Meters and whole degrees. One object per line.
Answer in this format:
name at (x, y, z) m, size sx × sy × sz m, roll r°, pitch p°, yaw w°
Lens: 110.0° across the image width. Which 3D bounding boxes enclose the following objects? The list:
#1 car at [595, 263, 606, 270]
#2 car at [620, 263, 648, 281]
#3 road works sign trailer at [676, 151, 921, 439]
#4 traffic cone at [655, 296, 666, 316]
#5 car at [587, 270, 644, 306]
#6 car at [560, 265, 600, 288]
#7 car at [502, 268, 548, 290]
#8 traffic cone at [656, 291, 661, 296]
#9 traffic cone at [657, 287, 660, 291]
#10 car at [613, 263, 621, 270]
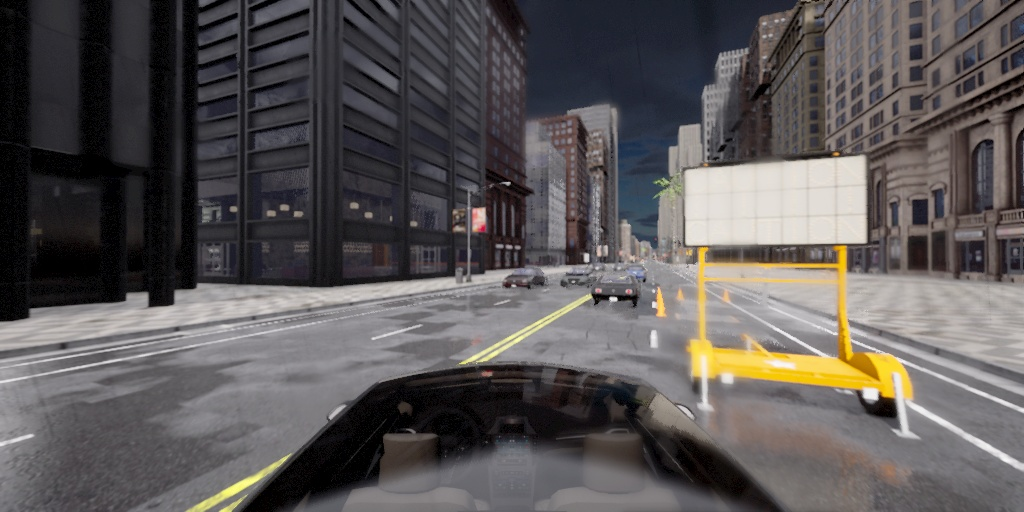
car at (14.236, 1.822, 58.599) m, size 2.128 × 1.511 × 4.902 m, roll 0°, pitch 0°, yaw 21°
car at (11.885, 1.631, 34.341) m, size 2.033 × 1.411 × 5.357 m, roll 0°, pitch -1°, yaw 21°
road works sign trailer at (4.013, 0.258, 5.688) m, size 2.380 × 3.560 × 2.880 m, roll 0°, pitch 0°, yaw 21°
traffic cone at (5.288, 1.817, 12.707) m, size 0.340 × 0.580 × 0.340 m, roll 0°, pitch 0°, yaw 21°
car at (5.001, 1.502, 16.816) m, size 1.895 × 1.301 × 4.718 m, roll 0°, pitch -1°, yaw 21°
car at (4.835, 1.551, 25.833) m, size 1.994 × 1.385 × 4.181 m, roll 0°, pitch -1°, yaw 21°
car at (1.082, 1.522, 25.167) m, size 2.033 × 1.411 × 5.357 m, roll 0°, pitch -1°, yaw 21°
traffic cone at (6.019, 1.836, 14.569) m, size 0.340 × 0.580 × 0.340 m, roll 0°, pitch 0°, yaw 21°
traffic cone at (6.750, 1.855, 16.430) m, size 0.340 × 0.580 × 0.340 m, roll 0°, pitch 0°, yaw 21°
car at (17.634, 1.827, 58.331) m, size 2.128 × 1.511 × 4.902 m, roll 0°, pitch -1°, yaw 22°
